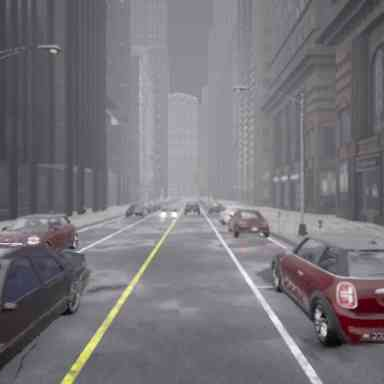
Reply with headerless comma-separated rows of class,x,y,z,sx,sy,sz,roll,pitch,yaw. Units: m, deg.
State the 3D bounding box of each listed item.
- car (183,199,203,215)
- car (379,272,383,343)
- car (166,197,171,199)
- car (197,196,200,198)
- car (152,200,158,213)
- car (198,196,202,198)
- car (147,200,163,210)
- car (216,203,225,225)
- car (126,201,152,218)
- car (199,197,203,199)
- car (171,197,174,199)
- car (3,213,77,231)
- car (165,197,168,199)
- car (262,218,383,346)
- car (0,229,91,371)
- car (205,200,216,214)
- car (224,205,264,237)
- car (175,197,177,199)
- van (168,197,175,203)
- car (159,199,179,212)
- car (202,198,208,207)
car,0.045,1.877,39.192,1.837,1.490,4.892,0,-1,0
car,2.849,1.536,1.030,1.752,1.417,4.829,-1,-1,0
car,-5.676,2.131,62.721,2.008,1.369,4.403,-1,0,0
car,2.851,2.354,90.848,1.887,1.381,4.507,-1,0,0
car,-5.676,1.927,40.224,1.887,1.381,4.507,-1,-1,0
car,2.850,2.219,73.975,1.887,1.381,4.507,-1,0,0
car,-5.676,2.028,51.473,1.887,1.381,4.507,-1,-1,0
car,3.149,1.775,26.022,1.812,1.442,4.674,0,-1,0
car,-5.676,1.896,34.598,1.947,1.339,4.313,-1,-1,0
car,2.850,2.131,62.727,2.008,1.369,4.403,-1,0,0
car,-5.675,2.225,73.970,2.008,1.369,4.403,-1,0,0
car,-5.678,1.558,12.102,1.967,1.590,4.097,-1,-1,0
car,-5.676,2.077,57.097,1.887,1.381,4.507,-1,-1,0
car,2.848,1.504,6.485,1.967,1.590,4.097,-1,-1,0
car,-3.097,1.597,4.963,2.033,1.411,5.357,0,-1,0
car,2.850,1.964,40.229,1.802,1.307,4.206,-1,-1,0
car,3.149,1.709,19.022,1.812,1.442,4.674,0,-1,0
car,-5.676,2.206,85.221,1.967,1.590,4.097,-1,0,0
van,-5.677,2.151,90.846,1.690,1.788,3.998,-1,0,0
car,-3.084,2.034,45.839,1.895,1.301,4.718,0,-1,0
car,2.850,2.010,51.648,1.752,1.417,4.829,-1,-1,0
